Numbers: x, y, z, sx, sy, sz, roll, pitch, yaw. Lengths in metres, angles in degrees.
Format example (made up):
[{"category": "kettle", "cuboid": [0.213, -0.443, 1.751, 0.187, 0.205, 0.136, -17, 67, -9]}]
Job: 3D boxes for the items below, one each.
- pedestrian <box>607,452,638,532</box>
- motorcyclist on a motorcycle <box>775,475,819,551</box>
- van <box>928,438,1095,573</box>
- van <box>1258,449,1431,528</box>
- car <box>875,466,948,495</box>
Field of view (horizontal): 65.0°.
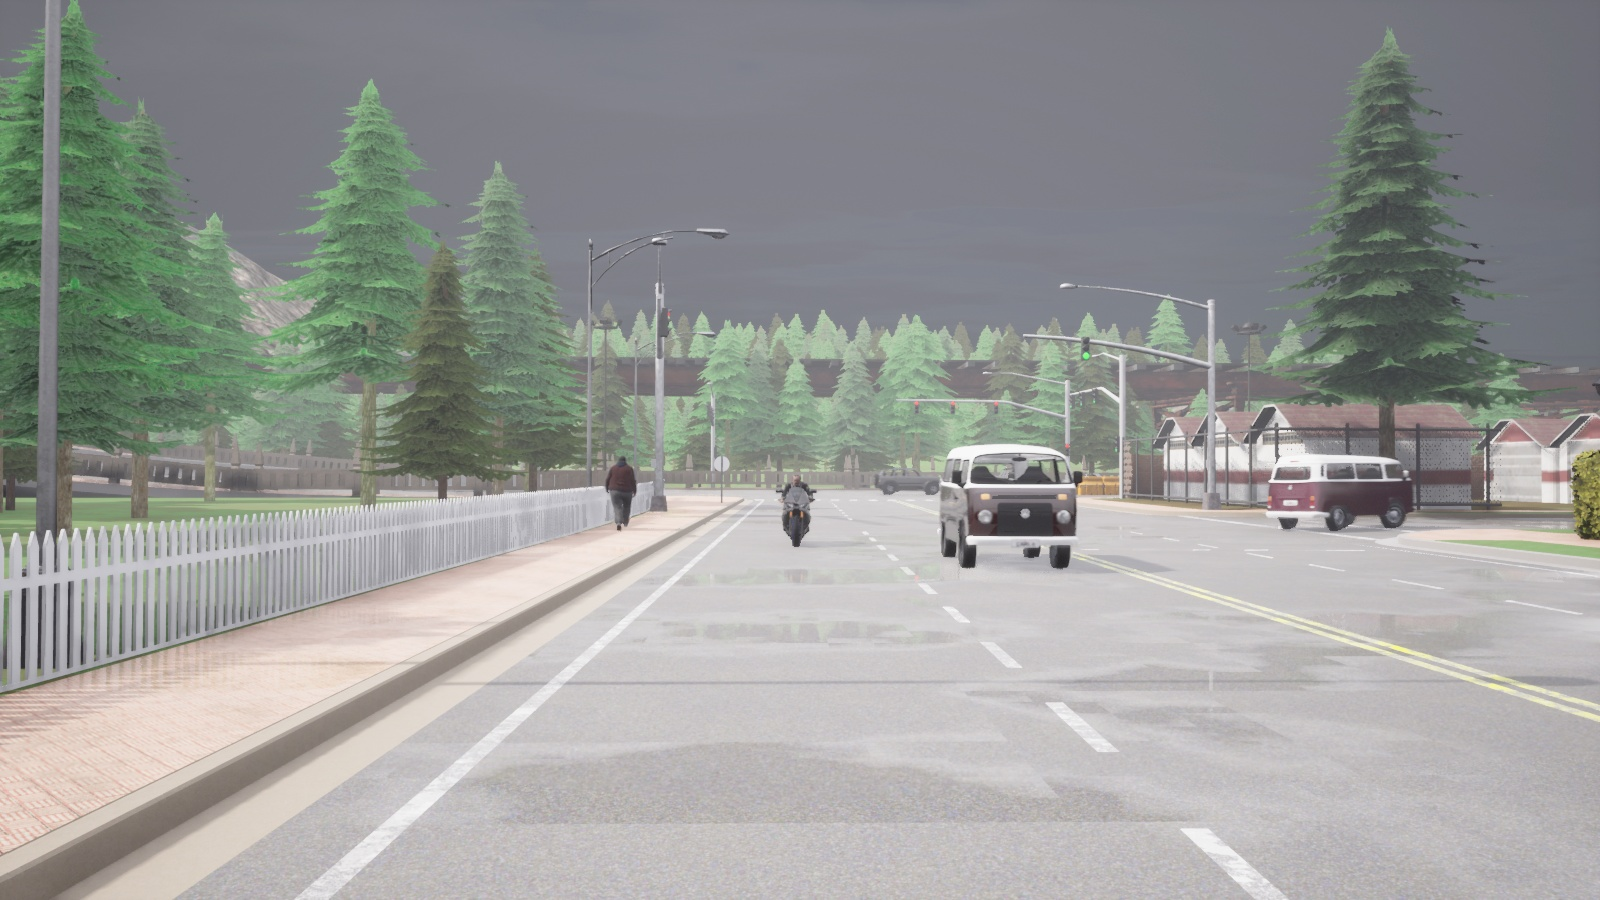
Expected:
[{"category": "pedestrian", "cuboid": [-4.190, 0.988, 29.711, 0.634, 1.844, 0.899, 0, -1, -2]}, {"category": "motorcyclist on a motorcycle", "cuboid": [-0.065, 1.293, 26.421, 0.866, 1.530, 2.191, 0, -1, 0]}, {"category": "van", "cuboid": [3.446, 0.882, 21.337, 2.069, 2.038, 4.480, 0, -1, 0]}, {"category": "van", "cuboid": [15.072, 1.035, 34.740, 4.480, 2.038, 2.069, 0, -2, -30]}, {"category": "car", "cuboid": [7.315, 1.988, 82.758, 4.605, 1.855, 1.932, 0, -1, -2]}]
